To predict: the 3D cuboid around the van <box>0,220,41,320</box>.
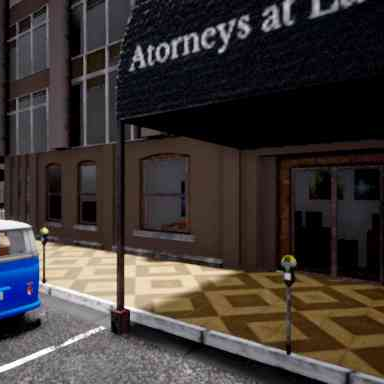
[{"bbox_3d":[-4.454,1.340,6.043,3.998,1.788,1.690,0,0,35],"label":"van"}]
